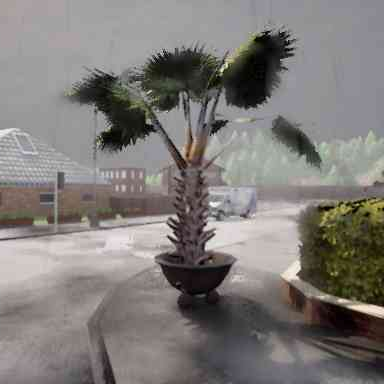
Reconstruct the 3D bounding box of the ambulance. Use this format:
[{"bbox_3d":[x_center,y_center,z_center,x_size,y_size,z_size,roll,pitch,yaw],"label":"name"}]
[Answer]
[{"bbox_3d":[2.686,0.860,25.132,2.351,2.431,6.366,1,1,36],"label":"ambulance"}]
